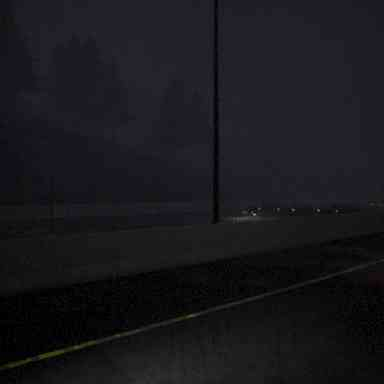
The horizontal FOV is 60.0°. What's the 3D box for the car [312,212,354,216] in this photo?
[{"bbox_3d":[12.571,1.635,28.591,4.718,1.301,1.895,0,0,-44],"label":"car"}]
